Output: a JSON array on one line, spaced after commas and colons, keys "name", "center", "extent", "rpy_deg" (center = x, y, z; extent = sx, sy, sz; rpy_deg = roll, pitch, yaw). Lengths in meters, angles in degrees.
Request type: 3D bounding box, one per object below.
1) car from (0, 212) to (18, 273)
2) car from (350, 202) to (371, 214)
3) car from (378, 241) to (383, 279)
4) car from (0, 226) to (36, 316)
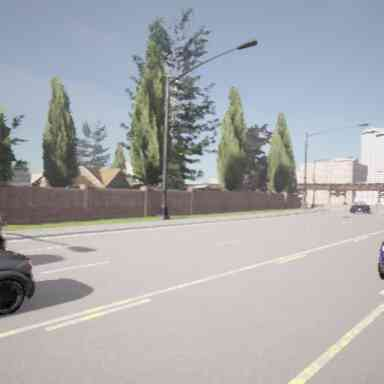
[{"name": "car", "center": [-7.216, 1.337, 8.026], "extent": [2.128, 1.511, 4.902], "rpy_deg": [1, 0, 43]}, {"name": "car", "center": [20.305, 1.915, 40.042], "extent": [1.994, 1.385, 4.181], "rpy_deg": [1, -1, 32]}, {"name": "car", "center": [6.897, 1.443, 9.278], "extent": [2.097, 1.767, 4.553], "rpy_deg": [1, 0, 44]}, {"name": "car", "center": [-4.872, 1.458, 5.415], "extent": [1.994, 1.385, 4.181], "rpy_deg": [1, 0, 43]}]
